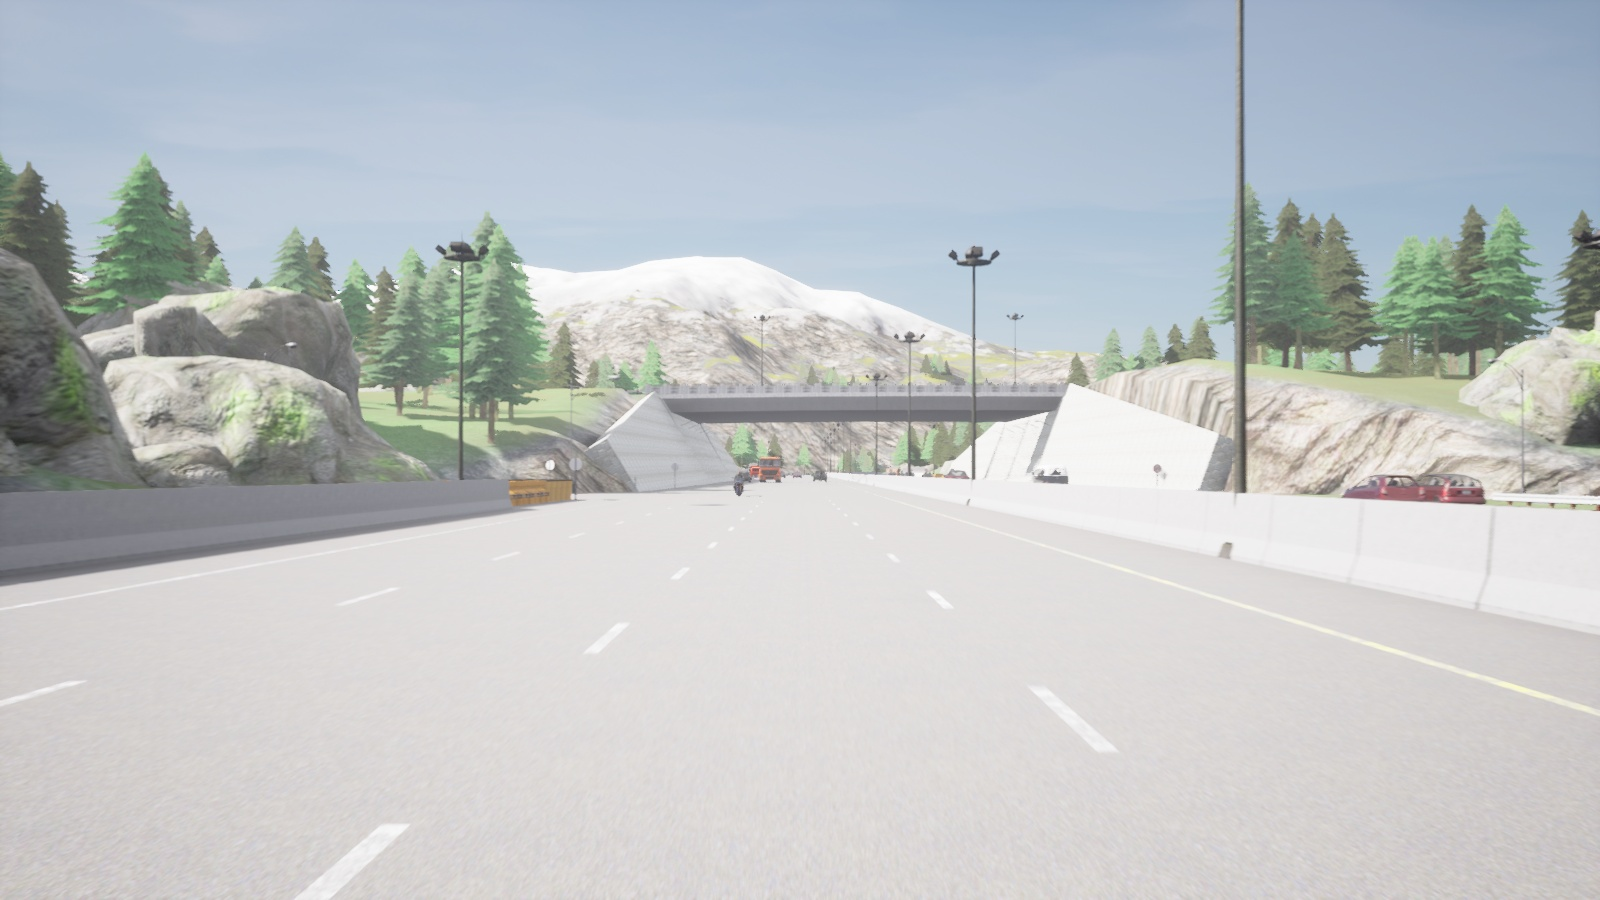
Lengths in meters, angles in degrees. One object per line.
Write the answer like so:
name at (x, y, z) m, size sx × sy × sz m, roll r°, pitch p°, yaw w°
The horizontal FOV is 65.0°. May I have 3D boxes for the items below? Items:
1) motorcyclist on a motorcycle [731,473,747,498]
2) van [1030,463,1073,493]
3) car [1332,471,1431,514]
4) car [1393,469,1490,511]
motorcyclist on a motorcycle at (-3.685, 2.142, 76.552) m, size 0.866 × 1.530 × 2.191 m, roll 0°, pitch -1°, yaw 0°
van at (17.289, 1.916, 86.634) m, size 2.069 × 2.038 × 4.480 m, roll 0°, pitch -1°, yaw 0°
car at (20.890, 1.500, 45.270) m, size 1.845 × 1.501 × 3.633 m, roll 0°, pitch -1°, yaw 0°
car at (24.384, 1.494, 47.856) m, size 1.789 × 1.549 × 3.705 m, roll 0°, pitch -1°, yaw 0°
